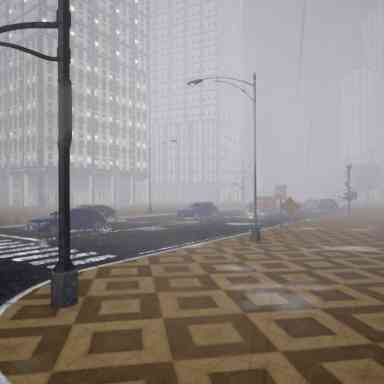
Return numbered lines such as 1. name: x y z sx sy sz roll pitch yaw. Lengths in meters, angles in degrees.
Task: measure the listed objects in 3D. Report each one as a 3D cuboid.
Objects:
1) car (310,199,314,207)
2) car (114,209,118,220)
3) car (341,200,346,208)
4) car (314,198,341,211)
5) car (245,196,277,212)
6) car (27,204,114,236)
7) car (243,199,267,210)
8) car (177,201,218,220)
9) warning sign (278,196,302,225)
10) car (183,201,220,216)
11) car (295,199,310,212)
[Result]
1. car: 19.081 1.831 52.776 1.882 1.535 5.008 0 0 31
2. car: -7.628 1.652 24.403 1.837 1.490 4.892 0 -1 34
3. car: 24.402 1.965 55.237 1.895 1.301 4.718 0 0 30
4. car: 18.994 1.660 46.356 2.097 1.767 4.553 0 -1 32
5. car: 9.319 1.517 43.588 2.150 2.045 5.566 0 -1 34
6. car: -7.119 1.632 19.379 1.812 1.442 4.674 0 -1 34
7. car: 9.506 1.864 49.756 1.812 1.442 4.674 0 -1 33
8. car: 0.562 1.673 30.644 1.882 1.535 5.008 0 -1 34
9. warning sign: 6.783 1.251 22.979 1.300 1.860 1.060 0 0 34
10. car: 1.171 1.753 37.316 1.837 1.490 4.892 0 -1 34
11. car: 13.860 1.898 44.380 1.895 1.301 4.718 0 -1 33
